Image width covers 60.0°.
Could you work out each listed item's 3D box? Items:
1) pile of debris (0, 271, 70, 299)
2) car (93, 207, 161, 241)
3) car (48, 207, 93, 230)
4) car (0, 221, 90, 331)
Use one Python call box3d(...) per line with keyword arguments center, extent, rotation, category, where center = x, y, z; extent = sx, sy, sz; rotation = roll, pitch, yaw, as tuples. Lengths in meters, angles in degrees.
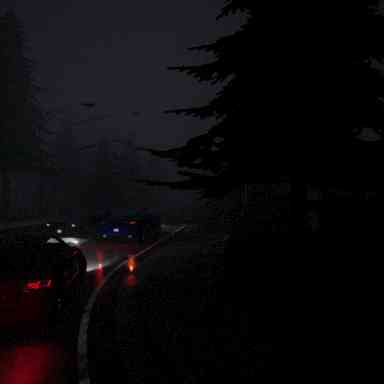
box3d(center=(-3.966, 2.185, 7.973), extent=(1.500, 0.140, 1.860), rotation=(0, 0, -4), category="pile of debris")
box3d(center=(-2.930, 1.495, 16.816), extent=(1.882, 1.535, 5.008), rotation=(0, 0, 8), category="car")
box3d(center=(-6.230, 1.571, 19.213), extent=(2.033, 1.411, 5.357), rotation=(0, 0, 8), category="car")
box3d(center=(-3.475, 1.567, 6.925), extent=(1.994, 1.385, 4.181), rotation=(0, 0, -11), category="car")
